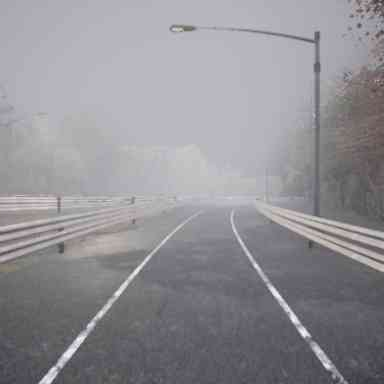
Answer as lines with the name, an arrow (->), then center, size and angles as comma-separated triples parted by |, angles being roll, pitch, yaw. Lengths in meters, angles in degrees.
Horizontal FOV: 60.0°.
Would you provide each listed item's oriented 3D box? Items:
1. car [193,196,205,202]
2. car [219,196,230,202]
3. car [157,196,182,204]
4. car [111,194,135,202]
car -> 1.787, 1.690, 84.584 | 1.882, 1.535, 5.008 | 0, -1, 23
car -> 8.976, 1.905, 92.363 | 2.033, 1.411, 5.357 | 0, -1, 23
car -> -3.233, 1.349, 55.486 | 2.128, 1.511, 4.902 | 1, -1, 24
car -> -11.263, 1.109, 54.618 | 2.097, 1.767, 4.553 | 0, -1, 24
